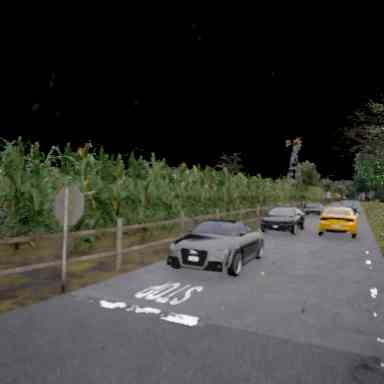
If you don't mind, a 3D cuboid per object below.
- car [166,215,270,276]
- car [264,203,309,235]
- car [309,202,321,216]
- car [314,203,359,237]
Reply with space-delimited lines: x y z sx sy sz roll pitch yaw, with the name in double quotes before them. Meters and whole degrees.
"car" 0.909 1.584 10.554 1.994 1.385 4.181 1 0 26
"car" 5.512 1.579 19.852 1.882 1.535 5.008 1 0 26
"car" 12.439 1.773 33.806 2.033 1.411 5.357 1 0 27
"car" 8.530 1.630 19.322 1.882 1.535 5.008 1 0 26
